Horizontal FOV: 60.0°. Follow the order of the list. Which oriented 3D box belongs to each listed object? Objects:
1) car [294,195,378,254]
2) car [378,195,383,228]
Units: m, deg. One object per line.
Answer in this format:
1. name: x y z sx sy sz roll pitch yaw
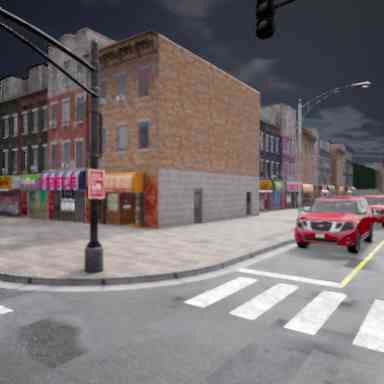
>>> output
1. car: 6.163 1.210 14.085 2.150 2.045 5.566 0 0 36
2. car: 12.200 1.209 22.464 2.150 2.045 5.566 0 0 36
